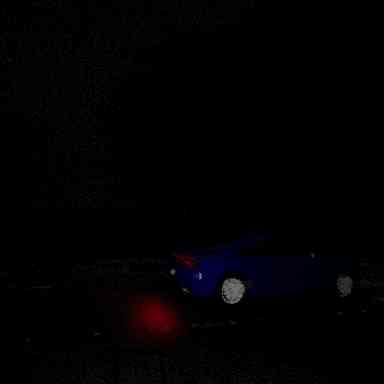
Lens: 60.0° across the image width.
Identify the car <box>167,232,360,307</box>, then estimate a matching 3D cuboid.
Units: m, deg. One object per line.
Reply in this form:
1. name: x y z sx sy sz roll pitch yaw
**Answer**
1. car: 1.874 1.806 8.387 5.008 1.535 1.882 4 -4 -21
